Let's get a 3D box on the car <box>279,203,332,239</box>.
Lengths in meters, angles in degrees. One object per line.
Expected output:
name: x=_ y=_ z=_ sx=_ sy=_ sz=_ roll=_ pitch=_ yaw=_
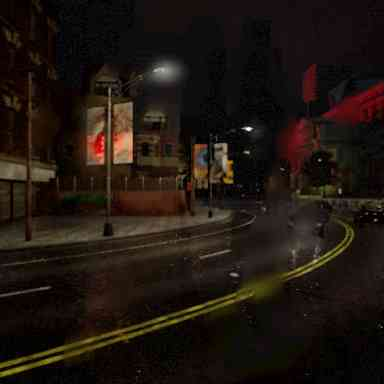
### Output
car: x=6.639 y=1.634 z=18.693 sx=2.128 sy=1.511 sz=4.902 roll=0 pitch=0 yaw=27

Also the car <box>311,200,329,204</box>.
car: x=15.577 y=1.816 z=40.923 sx=1.837 sy=1.490 sz=4.892 roll=0 pitch=-2 yaw=2

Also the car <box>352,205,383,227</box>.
car: x=12.986 y=1.691 z=24.356 sx=2.128 sy=1.511 sz=4.902 roll=0 pitch=-1 yaw=19

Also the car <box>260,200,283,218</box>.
car: x=7.698 y=1.584 z=32.355 sx=2.097 sy=1.767 sz=4.553 roll=0 pitch=0 yaw=9
